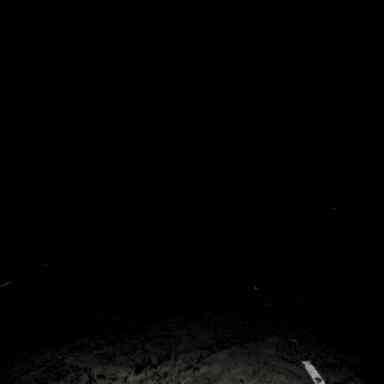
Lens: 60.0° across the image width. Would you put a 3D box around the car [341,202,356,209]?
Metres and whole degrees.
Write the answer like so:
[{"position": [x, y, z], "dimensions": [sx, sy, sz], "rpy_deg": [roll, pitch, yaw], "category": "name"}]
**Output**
[{"position": [36.976, 3.175, 78.403], "dimensions": [4.902, 1.511, 2.128], "rpy_deg": [3, -3, -42], "category": "car"}]
